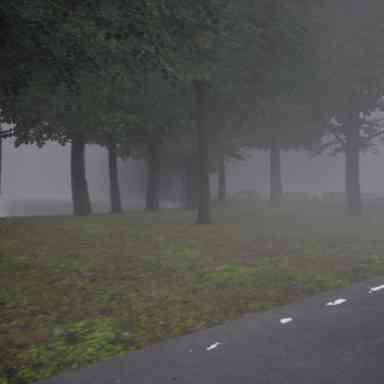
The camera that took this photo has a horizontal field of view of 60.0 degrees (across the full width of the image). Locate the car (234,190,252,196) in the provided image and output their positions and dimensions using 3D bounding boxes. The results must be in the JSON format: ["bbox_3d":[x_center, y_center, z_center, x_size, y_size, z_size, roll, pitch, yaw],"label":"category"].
[{"bbox_3d":[11.936,0.270,77.939,1.994,1.385,4.181,-1,2,-36],"label":"car"}]

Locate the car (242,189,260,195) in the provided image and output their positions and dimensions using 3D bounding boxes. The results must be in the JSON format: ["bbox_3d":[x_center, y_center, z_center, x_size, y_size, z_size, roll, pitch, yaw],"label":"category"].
[{"bbox_3d":[12.610,-0.010,72.294,2.097,1.767,4.553,-1,2,-36],"label":"car"}]
